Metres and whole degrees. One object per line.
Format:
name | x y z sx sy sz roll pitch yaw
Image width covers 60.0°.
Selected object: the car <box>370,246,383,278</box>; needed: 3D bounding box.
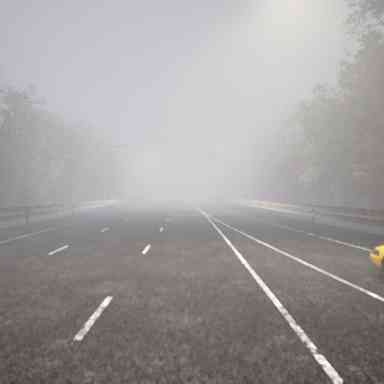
car | 5.836 1.447 6.565 1.801 1.575 5.366 0 0 -7
